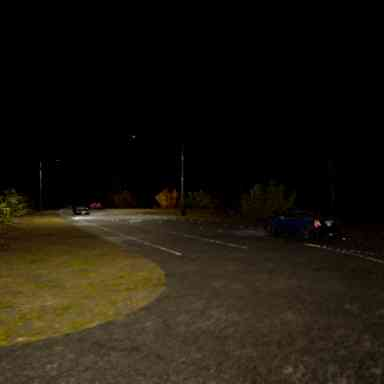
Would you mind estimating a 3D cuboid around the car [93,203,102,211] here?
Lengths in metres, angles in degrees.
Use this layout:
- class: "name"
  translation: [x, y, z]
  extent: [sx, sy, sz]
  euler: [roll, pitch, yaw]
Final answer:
- class: "car"
  translation: [-21.539, 3.246, 74.370]
  extent: [2.097, 1.767, 4.553]
  euler: [0, -1, -27]

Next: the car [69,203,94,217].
- class: "car"
  translation: [-16.206, 2.780, 48.589]
  extent: [2.128, 1.511, 4.902]
  euler: [0, -1, -27]

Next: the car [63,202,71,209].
- class: "car"
  translation: [-32.427, 3.595, 87.670]
  extent: [2.097, 1.767, 4.553]
  euler: [0, -1, -23]

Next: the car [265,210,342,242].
- class: "car"
  translation: [6.411, 1.818, 19.736]
  extent: [2.097, 1.767, 4.553]
  euler: [0, -2, -27]
